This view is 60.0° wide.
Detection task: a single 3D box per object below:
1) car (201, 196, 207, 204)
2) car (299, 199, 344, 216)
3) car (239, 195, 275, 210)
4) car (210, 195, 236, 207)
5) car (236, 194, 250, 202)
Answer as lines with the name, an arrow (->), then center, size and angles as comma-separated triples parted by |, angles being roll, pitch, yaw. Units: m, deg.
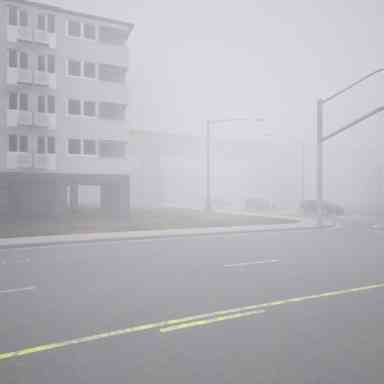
car -> 2.956, 1.503, 63.508 | 1.837, 1.490, 4.892 | 0, 0, 7
car -> 12.926, 1.505, 33.439 | 1.837, 1.490, 4.892 | 0, 0, -25
car -> 8.626, 1.491, 42.631 | 2.128, 1.511, 4.902 | 0, 0, -25
car -> 4.497, 1.505, 52.085 | 1.837, 1.490, 4.892 | 0, 0, -20
car -> 11.571, 1.540, 75.341 | 2.033, 1.411, 5.357 | 0, 0, 41
